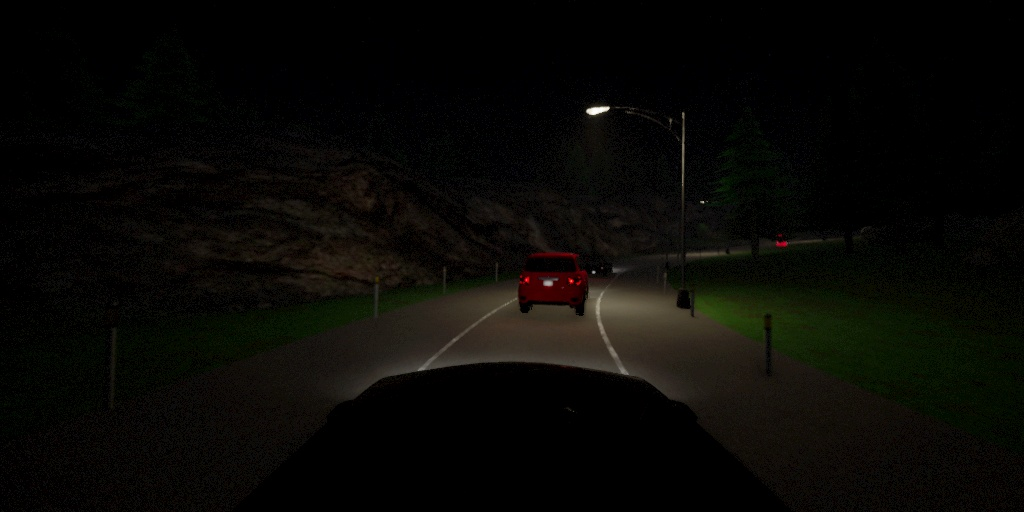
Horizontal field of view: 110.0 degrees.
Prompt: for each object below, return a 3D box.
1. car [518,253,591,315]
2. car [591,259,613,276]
[{"bbox_3d":[1.723,0.888,13.591,2.150,2.045,5.566,0,1,13],"label":"car"},{"bbox_3d":[7.112,0.884,29.551,1.895,1.301,4.718,0,2,22],"label":"car"}]
